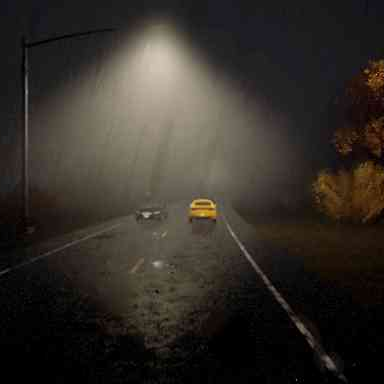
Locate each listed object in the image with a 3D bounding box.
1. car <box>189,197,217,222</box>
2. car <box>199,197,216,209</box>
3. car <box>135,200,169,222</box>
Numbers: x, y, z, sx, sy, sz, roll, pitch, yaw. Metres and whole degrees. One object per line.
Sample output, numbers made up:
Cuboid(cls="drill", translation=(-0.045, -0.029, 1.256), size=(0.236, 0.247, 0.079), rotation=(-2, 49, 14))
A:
Cuboid(cls="car", translation=(0.833, 1.333, 24.968), size=(1.882, 1.535, 5.008), rotation=(0, 1, 3))
Cuboid(cls="car", translation=(1.948, 1.325, 40.921), size=(1.994, 1.385, 4.181), rotation=(0, 0, 5))
Cuboid(cls="car", translation=(-2.874, 1.349, 24.537), size=(2.128, 1.511, 4.902), rotation=(0, 0, 3))
